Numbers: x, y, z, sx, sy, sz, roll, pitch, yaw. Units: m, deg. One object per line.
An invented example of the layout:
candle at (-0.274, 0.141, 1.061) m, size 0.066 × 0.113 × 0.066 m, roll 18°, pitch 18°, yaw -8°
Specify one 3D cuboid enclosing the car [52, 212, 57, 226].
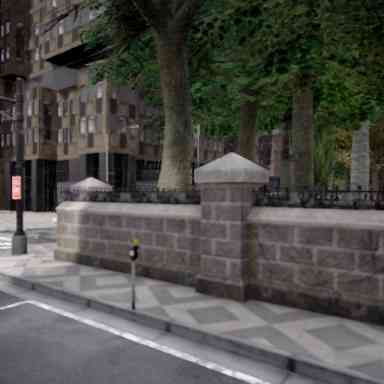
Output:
car at (-6.810, 1.569, 23.186) m, size 2.150 × 2.045 × 5.566 m, roll 0°, pitch -1°, yaw 35°
